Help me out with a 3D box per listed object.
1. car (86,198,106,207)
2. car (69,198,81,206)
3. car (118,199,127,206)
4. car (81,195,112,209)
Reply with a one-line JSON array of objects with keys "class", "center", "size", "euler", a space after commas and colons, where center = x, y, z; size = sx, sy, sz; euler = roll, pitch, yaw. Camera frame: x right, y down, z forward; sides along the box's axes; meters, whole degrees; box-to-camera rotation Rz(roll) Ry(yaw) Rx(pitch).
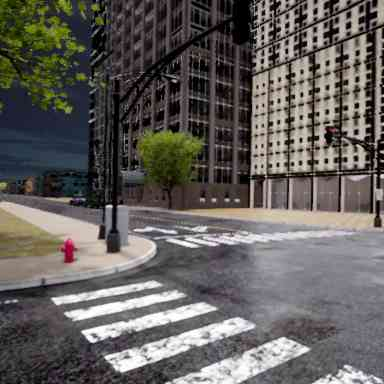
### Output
[{"class": "car", "center": [-17.416, 1.840, 60.106], "size": [2.033, 1.411, 5.357], "euler": [2, -1, -34]}, {"class": "car", "center": [-20.123, 1.752, 58.309], "size": [2.033, 1.411, 5.357], "euler": [2, -1, -34]}, {"class": "car", "center": [-11.652, 1.789, 51.427], "size": [2.128, 1.511, 4.902], "euler": [2, -1, -34]}, {"class": "car", "center": [-14.383, 1.431, 49.708], "size": [2.150, 2.045, 5.566], "euler": [2, -1, -33]}]
